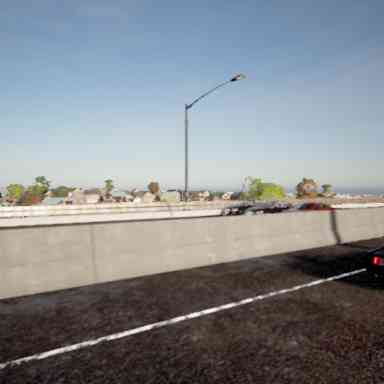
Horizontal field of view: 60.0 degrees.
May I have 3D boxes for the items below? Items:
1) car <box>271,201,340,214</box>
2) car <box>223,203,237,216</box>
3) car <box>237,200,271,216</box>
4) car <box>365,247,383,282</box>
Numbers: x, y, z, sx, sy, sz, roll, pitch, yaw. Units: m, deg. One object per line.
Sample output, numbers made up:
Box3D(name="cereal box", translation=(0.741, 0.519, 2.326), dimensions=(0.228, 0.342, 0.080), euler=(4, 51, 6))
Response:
Box3D(name="car", translation=(7.904, 1.423, 22.368), dimensions=(5.008, 1.535, 1.882), euler=(0, 0, -35))
Box3D(name="car", translation=(4.857, 1.433, 28.773), dimensions=(4.902, 1.511, 2.128), euler=(0, 0, -35))
Box3D(name="car", translation=(6.145, 1.436, 25.406), dimensions=(4.902, 1.511, 2.128), euler=(0, 0, -35))
Box3D(name="car", translation=(6.365, 1.574, 8.237), dimensions=(4.718, 1.301, 1.895), euler=(0, 0, -35))
